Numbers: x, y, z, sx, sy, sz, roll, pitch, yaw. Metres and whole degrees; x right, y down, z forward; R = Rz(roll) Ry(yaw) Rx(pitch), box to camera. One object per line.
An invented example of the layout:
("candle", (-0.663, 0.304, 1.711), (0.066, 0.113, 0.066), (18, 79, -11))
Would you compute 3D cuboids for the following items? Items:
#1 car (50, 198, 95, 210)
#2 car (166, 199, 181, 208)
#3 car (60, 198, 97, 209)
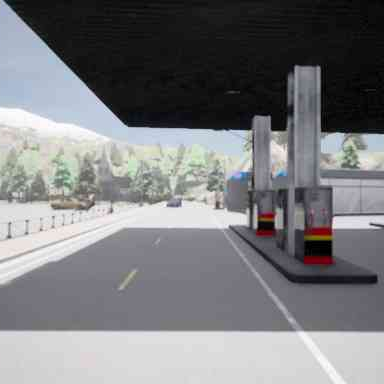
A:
("car", (-16.060, 1.599, 44.121), (5.027, 1.636, 2.152), (0, 0, 0))
("car", (-3.087, 1.878, 56.662), (1.882, 1.535, 5.008), (0, 0, 8))
("car", (-16.103, 1.630, 47.258), (4.514, 1.523, 2.007), (0, 0, 0))
